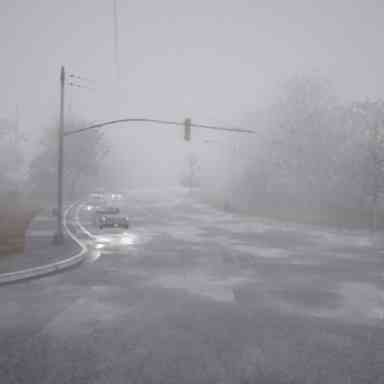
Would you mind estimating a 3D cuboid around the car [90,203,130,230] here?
[{"bbox_3d":[-5.551,1.715,22.550,1.895,1.301,4.718,1,0,-23],"label":"car"}]

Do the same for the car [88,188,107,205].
[{"bbox_3d":[-12.914,0.602,45.760,2.150,2.045,5.566,1,3,-12],"label":"car"}]

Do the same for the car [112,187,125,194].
[{"bbox_3d":[-15.662,-0.350,70.794,1.895,1.301,4.718,1,3,-1],"label":"car"}]
